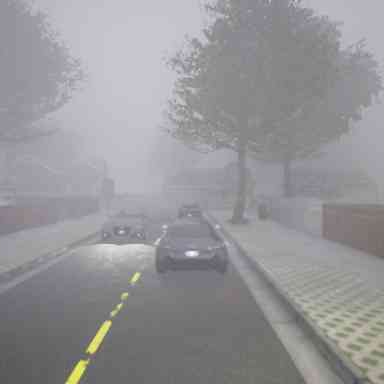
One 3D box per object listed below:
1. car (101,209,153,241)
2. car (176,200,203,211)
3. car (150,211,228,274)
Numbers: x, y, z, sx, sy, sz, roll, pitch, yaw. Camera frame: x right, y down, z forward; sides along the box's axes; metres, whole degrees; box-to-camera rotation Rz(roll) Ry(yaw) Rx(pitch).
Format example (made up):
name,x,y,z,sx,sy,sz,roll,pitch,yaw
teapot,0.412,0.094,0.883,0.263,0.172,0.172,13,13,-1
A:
name,x,y,z,sx,sy,sz,roll,pitch,yaw
car,-3.001,1.507,16.124,1.994,1.385,4.181,0,0,0
car,-0.182,1.409,26.298,1.837,1.490,4.892,0,0,0
car,-0.021,1.527,10.458,1.994,1.385,4.181,0,0,-1
